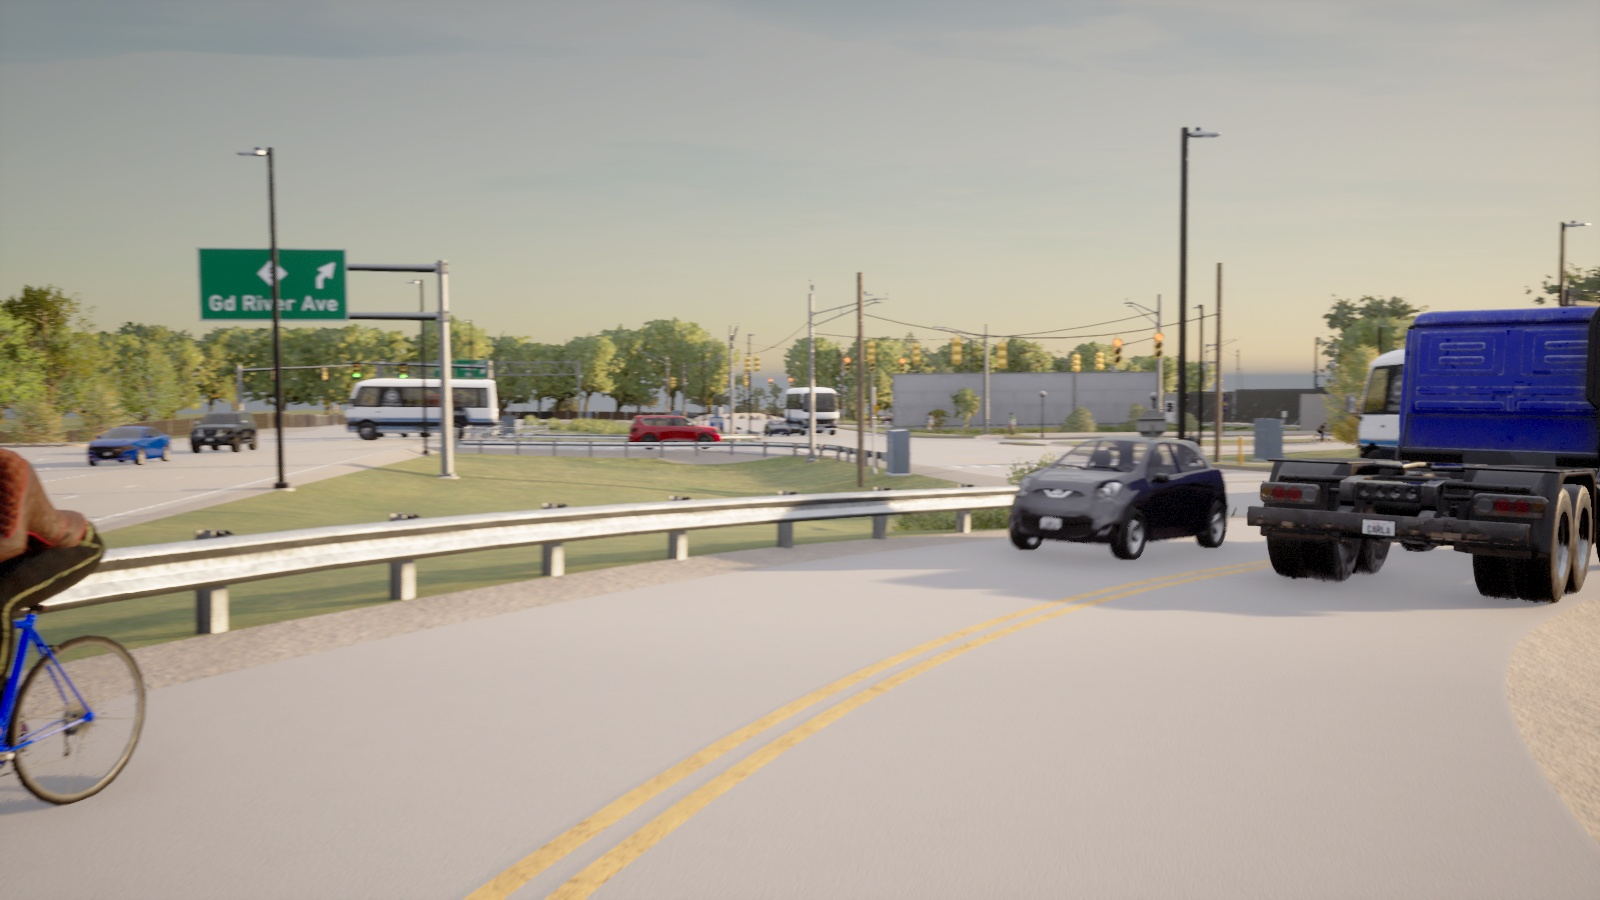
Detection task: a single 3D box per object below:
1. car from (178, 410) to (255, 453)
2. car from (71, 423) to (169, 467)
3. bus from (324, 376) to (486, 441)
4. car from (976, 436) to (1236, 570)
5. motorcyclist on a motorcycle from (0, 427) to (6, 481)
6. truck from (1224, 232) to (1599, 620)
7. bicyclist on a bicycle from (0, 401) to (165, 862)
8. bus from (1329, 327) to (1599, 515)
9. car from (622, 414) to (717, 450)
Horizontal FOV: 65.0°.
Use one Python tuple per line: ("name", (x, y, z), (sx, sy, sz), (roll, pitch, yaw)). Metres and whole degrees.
("car", (-29.366, -0.971, 63.410), (2.150, 2.045, 5.566), (-1, 2, -10))
("car", (-26.964, -0.243, 49.984), (1.882, 1.535, 5.008), (-1, 2, -10))
("bus", (-27.026, -2.809, 86.577), (10.273, 4.253, 3.944), (0, 1, -12))
("car", (4.107, 0.605, 16.537), (1.845, 1.501, 3.633), (3, 2, 40))
("motorcyclist on a motorcycle", (-24.754, 0.166, 37.610), (0.766, 1.649, 2.350), (-1, 2, -10))
("truck", (8.134, -0.243, 15.152), (2.891, 3.462, 7.936), (3, 2, 40))
("bicyclist on a bicycle", (-3.098, 0.636, 4.421), (0.582, 1.620, 1.656), (1, 1, 15))
("bus", (17.990, -0.786, 33.614), (3.944, 4.253, 10.273), (0, 1, 4))
("car", (-7.809, -1.078, 74.982), (5.566, 2.045, 2.150), (-1, 2, -9))
